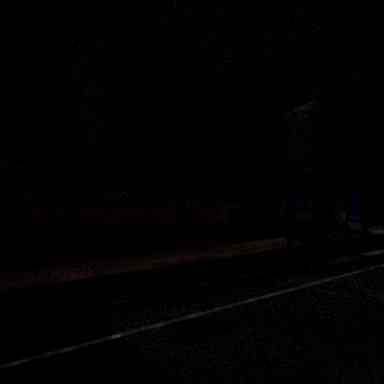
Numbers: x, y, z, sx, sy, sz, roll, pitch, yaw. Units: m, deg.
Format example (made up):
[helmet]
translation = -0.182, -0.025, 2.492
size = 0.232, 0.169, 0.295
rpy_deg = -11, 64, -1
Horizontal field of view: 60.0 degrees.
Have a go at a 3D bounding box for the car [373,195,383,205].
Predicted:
[car]
translation = 30.903, 1.145, 52.354
size = 4.605, 1.855, 1.932
rpy_deg = 0, 0, -37
